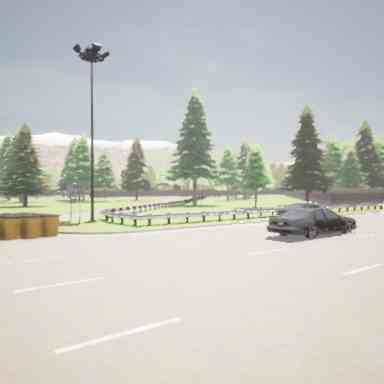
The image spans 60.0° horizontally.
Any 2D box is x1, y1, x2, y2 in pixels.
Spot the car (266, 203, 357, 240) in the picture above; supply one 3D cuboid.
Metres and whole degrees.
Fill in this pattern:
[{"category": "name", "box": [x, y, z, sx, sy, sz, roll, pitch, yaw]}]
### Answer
[{"category": "car", "box": [6.078, 1.486, 16.680, 5.357, 1.411, 2.033, 0, 0, -35]}]
